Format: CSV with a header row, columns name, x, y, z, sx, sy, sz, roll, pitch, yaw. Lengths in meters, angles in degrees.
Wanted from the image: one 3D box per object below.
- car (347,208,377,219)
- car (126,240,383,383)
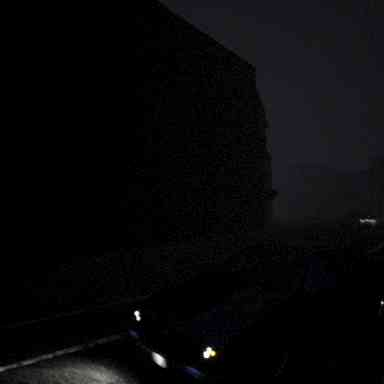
name,x,y,z,sx,sy,sz,roll,pitch,yaw
car,21.293,2.694,41.948,2.033,1.411,5.357,-1,-3,7
car,1.645,1.574,5.594,5.357,1.411,2.033,0,-1,-40
